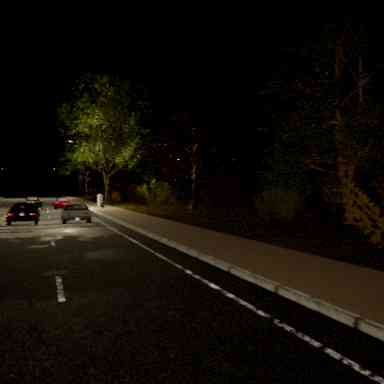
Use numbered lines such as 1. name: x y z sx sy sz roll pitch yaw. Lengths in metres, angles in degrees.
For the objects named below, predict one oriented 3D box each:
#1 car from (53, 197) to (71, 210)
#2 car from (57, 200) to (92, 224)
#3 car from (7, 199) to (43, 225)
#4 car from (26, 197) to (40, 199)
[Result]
1. car: -15.627 1.343 40.191 1.994 1.385 4.181 -1 1 -24
2. car: -8.381 1.470 23.788 1.895 1.301 4.718 -1 1 -23
3. car: -11.611 1.446 23.062 2.033 1.411 5.357 -1 1 -23
4. car: -18.678 1.303 39.058 2.128 1.511 4.902 -1 1 -24
